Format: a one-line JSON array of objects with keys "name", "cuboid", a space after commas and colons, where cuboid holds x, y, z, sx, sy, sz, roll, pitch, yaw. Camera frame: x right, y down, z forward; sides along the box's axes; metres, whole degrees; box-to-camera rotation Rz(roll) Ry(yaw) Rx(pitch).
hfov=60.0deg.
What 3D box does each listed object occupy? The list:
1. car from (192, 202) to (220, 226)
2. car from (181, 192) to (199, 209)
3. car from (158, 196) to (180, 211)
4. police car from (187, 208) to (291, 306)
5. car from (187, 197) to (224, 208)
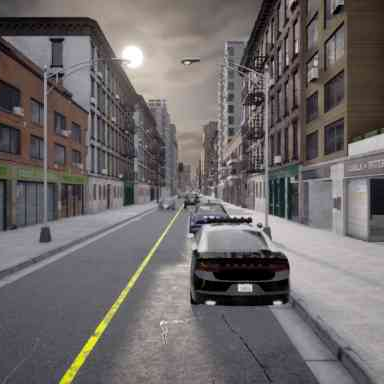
[{"name": "car", "cuboid": [0.916, 1.520, 24.123, 1.812, 1.442, 4.674, 0, 0, 0]}, {"name": "car", "cuboid": [0.034, 1.196, 45.215, 2.150, 2.045, 5.566, 0, 0, 0]}, {"name": "car", "cuboid": [-2.974, 1.473, 39.862, 2.128, 1.511, 4.902, 0, 0, 0]}, {"name": "police car", "cuboid": [0.905, 1.424, 8.233, 1.930, 1.638, 5.238, 0, 0, 0]}, {"name": "car", "cuboid": [0.911, 1.348, 18.094, 2.097, 1.767, 4.553, 0, 0, 0]}]
